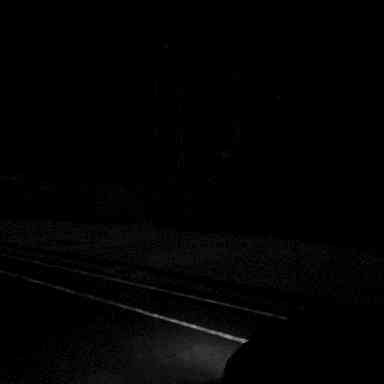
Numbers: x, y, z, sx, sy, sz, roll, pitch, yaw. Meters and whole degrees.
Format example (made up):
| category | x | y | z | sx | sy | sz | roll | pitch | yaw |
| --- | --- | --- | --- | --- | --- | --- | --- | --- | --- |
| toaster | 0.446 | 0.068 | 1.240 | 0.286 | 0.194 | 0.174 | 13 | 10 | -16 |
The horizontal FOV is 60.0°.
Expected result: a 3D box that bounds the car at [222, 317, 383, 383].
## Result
| category | x | y | z | sx | sy | sz | roll | pitch | yaw |
| --- | --- | --- | --- | --- | --- | --- | --- | --- | --- |
| car | 2.458 | 1.504 | 1.933 | 4.892 | 1.490 | 1.837 | -1 | 0 | 36 |
